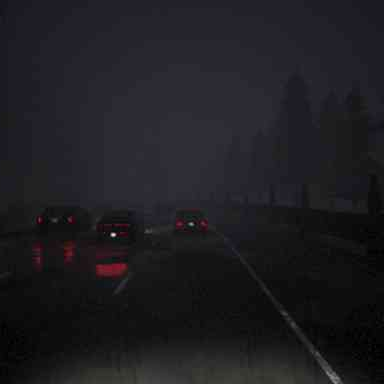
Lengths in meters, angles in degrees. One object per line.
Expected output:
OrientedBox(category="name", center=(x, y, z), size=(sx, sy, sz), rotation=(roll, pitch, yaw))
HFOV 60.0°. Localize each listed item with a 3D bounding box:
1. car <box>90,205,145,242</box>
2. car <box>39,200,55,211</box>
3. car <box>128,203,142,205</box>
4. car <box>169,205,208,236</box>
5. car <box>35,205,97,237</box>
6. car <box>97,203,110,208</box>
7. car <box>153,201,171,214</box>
OrientedBox(category="car", center=(-3.596, 1.660, 17.178), size=(1.837, 1.490, 4.892), rotation=(0, -1, -2))
OrientedBox(category="car", center=(-20.827, 1.907, 47.924), size=(1.882, 1.535, 5.008), rotation=(0, -1, -21))
OrientedBox(category="car", center=(-6.575, 1.944, 38.154), size=(1.895, 1.301, 4.718), rotation=(0, -1, -13))
OrientedBox(category="car", center=(-0.192, 1.724, 19.511), size=(2.033, 1.411, 5.357), rotation=(0, -1, -4))
OrientedBox(category="car", center=(-7.237, 1.526, 19.313), size=(2.097, 1.767, 4.553), rotation=(0, -1, -4))
OrientedBox(category="car", center=(-10.146, 1.943, 38.105), size=(1.895, 1.301, 4.718), rotation=(0, -1, -14))
OrientedBox(category="car", center=(-3.541, 1.841, 40.284), size=(1.882, 1.535, 5.008), rotation=(0, -1, -14))
